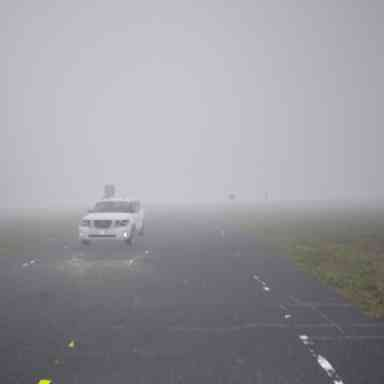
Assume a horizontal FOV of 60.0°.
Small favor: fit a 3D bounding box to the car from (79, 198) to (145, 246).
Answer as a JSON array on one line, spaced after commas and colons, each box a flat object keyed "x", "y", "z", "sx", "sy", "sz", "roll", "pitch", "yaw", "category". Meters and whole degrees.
[{"x": -3.605, "y": 1.298, "z": 16.070, "sx": 2.150, "sy": 2.045, "sz": 5.566, "roll": 0, "pitch": -1, "yaw": 0, "category": "car"}]
